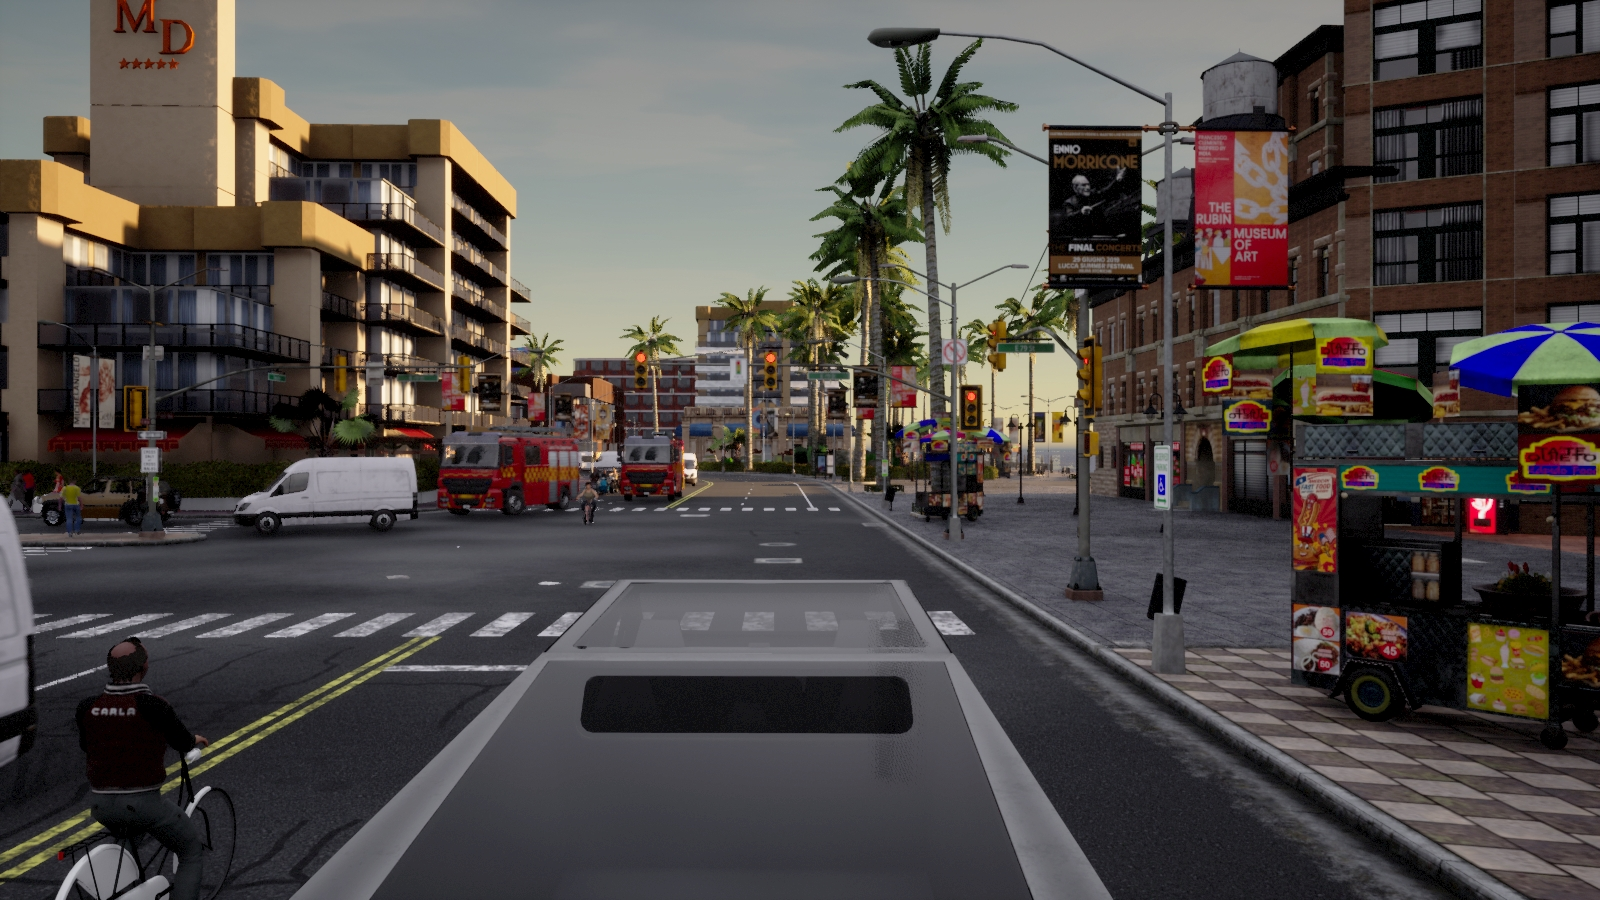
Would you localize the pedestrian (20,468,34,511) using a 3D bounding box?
[{"bbox_3d":[-33.356,1.696,49.313,0.375,1.860,0.375,0,0,0],"label":"pedestrian"}]

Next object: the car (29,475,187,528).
[{"bbox_3d":[-25.562,1.864,42.327,4.605,1.855,1.932,0,0,-6],"label":"car"}]

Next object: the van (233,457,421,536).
[{"bbox_3d":[-16.445,1.534,39.816,5.915,2.561,1.988,0,0,-27],"label":"van"}]

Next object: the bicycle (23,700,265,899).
[{"bbox_3d":[-3.625,2.210,6.485,0.329,1.171,1.835,0,0,0],"label":"bicycle"}]

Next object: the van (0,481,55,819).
[{"bbox_3d":[-7.051,1.534,6.409,1.988,2.561,5.915,0,0,-1],"label":"van"}]

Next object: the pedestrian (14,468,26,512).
[{"bbox_3d":[-33.244,1.696,48.700,0.375,1.860,0.375,0,0,-24],"label":"pedestrian"}]

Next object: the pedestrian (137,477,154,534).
[{"bbox_3d":[-21.771,1.848,38.008,0.375,1.860,0.375,0,0,-13],"label":"pedestrian"}]

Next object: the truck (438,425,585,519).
[{"bbox_3d":[-12.639,0.890,50.969,2.891,3.827,8.468,0,0,12],"label":"truck"}]

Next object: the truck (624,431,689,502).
[{"bbox_3d":[-8.113,0.890,65.657,2.891,3.827,8.468,0,0,-1],"label":"truck"}]

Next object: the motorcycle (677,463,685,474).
[{"bbox_3d":[-14.189,2.182,136.549,0.856,1.236,1.805,0,0,-1],"label":"motorcycle"}]

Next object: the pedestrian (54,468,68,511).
[{"bbox_3d":[-31.882,1.696,49.297,0.375,1.860,0.375,0,0,-4],"label":"pedestrian"}]

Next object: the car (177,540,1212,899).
[{"bbox_3d":[-0.214,1.754,5.773,2.390,2.098,6.274,0,0,1],"label":"car"}]

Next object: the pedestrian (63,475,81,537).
[{"bbox_3d":[-22.066,1.705,34.647,0.375,1.860,0.375,0,0,-15],"label":"pedestrian"}]
